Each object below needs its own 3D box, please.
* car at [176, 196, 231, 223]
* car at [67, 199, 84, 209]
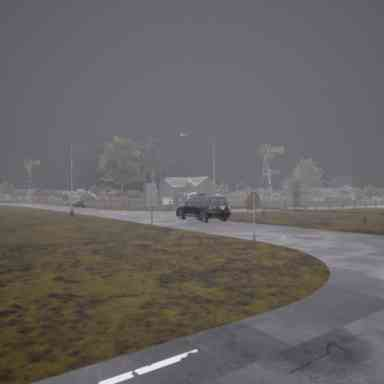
[{"bbox_3d":[0.855,1.366,27.413,2.150,2.045,5.566,0,0,-33],"label":"car"},{"bbox_3d":[-19.573,2.018,55.869,1.837,1.490,4.892,0,-1,-35],"label":"car"}]
